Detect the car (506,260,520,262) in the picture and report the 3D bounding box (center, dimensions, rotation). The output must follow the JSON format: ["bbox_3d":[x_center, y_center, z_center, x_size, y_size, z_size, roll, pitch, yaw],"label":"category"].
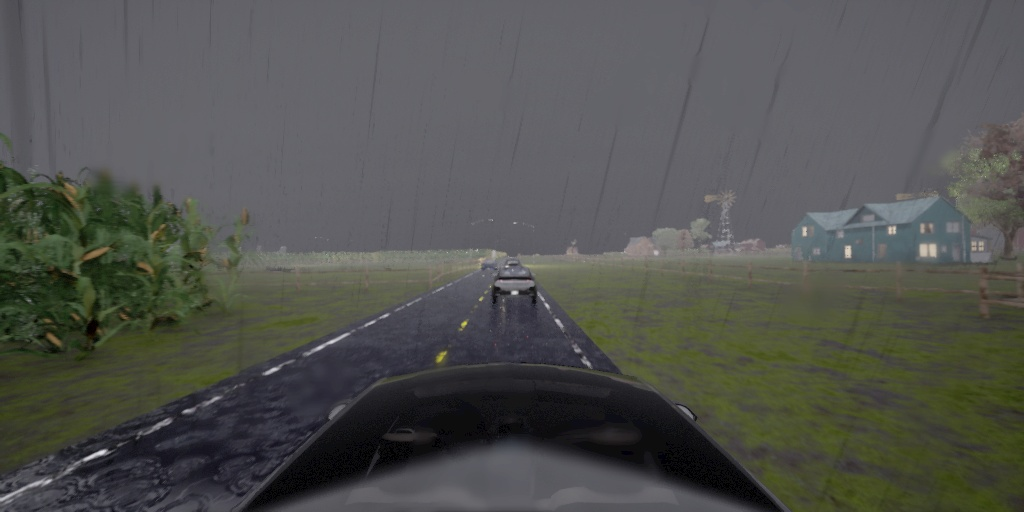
[{"bbox_3d":[0.095,1.104,36.472,1.837,1.490,4.892,0,0,0],"label":"car"}]

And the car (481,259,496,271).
[{"bbox_3d":[-2.751,1.113,44.387,2.033,1.411,5.357,0,0,0],"label":"car"}]

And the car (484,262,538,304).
[{"bbox_3d":[0.100,1.179,16.040,2.128,1.511,4.902,0,0,0],"label":"car"}]
